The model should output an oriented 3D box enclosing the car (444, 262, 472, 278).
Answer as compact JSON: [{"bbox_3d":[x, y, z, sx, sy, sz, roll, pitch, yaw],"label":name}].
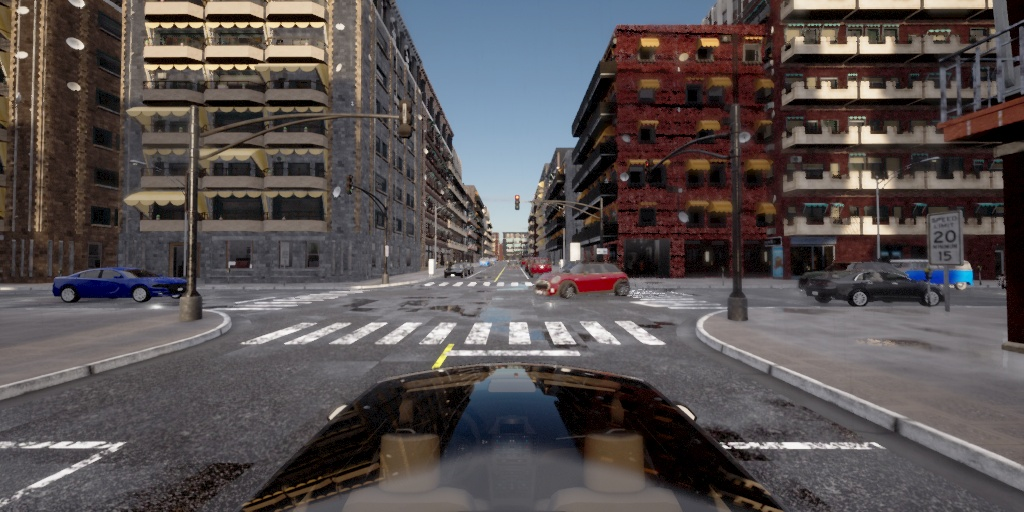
[{"bbox_3d":[-5.255,1.328,33.966,1.948,1.339,4.313,0,0,0],"label":"car"}]

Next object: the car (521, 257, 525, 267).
[{"bbox_3d":[2.647,1.086,45.120,2.192,1.841,5.009,0,0,0],"label":"car"}]

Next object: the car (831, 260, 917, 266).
[{"bbox_3d":[17.984,1.090,19.099,4.553,1.767,2.097,0,-1,0],"label":"car"}]

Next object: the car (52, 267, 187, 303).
[{"bbox_3d":[-17.587,1.254,16.304,5.008,1.535,1.882,0,-1,0],"label":"car"}]

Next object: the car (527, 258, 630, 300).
[{"bbox_3d":[3.371,1.090,17.354,4.553,1.767,2.097,0,-1,-23],"label":"car"}]

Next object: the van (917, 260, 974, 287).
[{"bbox_3d":[24.939,1.115,21.515,3.998,1.789,1.690,0,0,0],"label":"van"}]

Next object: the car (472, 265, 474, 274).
[{"bbox_3d":[-5.245,1.331,39.528,1.948,1.339,4.313,0,0,0],"label":"car"}]

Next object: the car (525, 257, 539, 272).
[{"bbox_3d":[2.626,1.077,33.997,2.192,1.841,5.009,0,0,0],"label":"car"}]

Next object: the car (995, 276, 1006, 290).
[{"bbox_3d":[29.158,1.315,19.043,4.718,1.301,1.895,0,-1,0],"label":"car"}]

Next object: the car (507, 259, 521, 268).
[{"bbox_3d":[0.214,1.314,63.522,2.128,1.511,4.902,0,0,0],"label":"car"}]

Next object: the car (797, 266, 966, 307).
[{"bbox_3d":[13.767,1.185,13.683,4.403,1.370,2.007,0,0,0],"label":"car"}]
